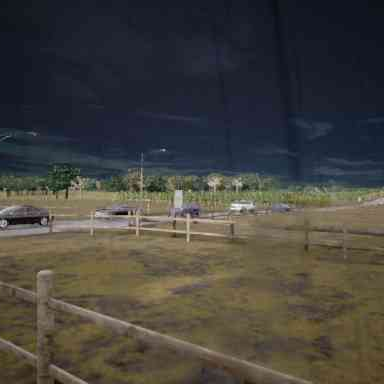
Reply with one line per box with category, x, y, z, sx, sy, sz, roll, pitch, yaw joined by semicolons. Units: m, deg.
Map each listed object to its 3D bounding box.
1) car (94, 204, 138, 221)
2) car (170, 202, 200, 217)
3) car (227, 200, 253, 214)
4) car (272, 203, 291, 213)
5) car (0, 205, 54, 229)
car;-7.072;1.941;31.807;2.128;1.511;4.902;1;-1;35
car;-0.900;2.054;40.548;2.097;1.767;4.553;1;-1;35
car;7.740;2.321;52.659;2.150;2.045;5.566;1;-1;35
car;16.060;2.783;59.498;2.097;1.767;4.553;1;-1;35
car;-12.503;1.752;24.107;1.837;1.490;4.892;1;-1;35
